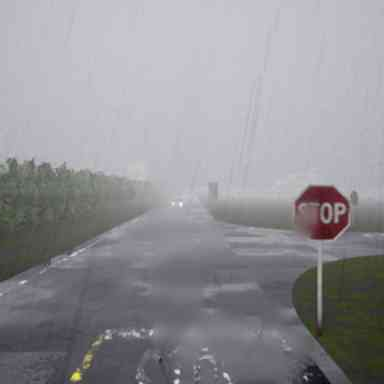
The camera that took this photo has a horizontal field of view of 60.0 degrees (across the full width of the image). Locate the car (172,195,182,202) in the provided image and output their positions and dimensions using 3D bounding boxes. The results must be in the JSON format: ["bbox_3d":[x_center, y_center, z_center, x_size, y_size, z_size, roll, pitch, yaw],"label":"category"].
[{"bbox_3d":[-2.893,1.300,65.860,1.895,1.301,4.718,0,0,0],"label":"car"}]
